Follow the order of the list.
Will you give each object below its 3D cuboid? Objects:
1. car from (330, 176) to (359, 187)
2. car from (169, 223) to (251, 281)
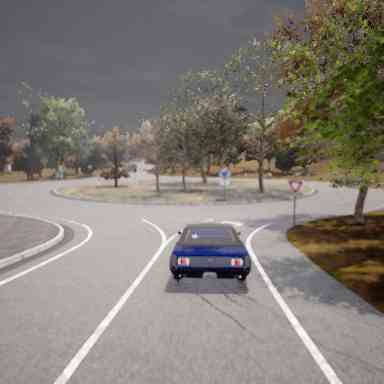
[{"bbox_3d":[20.540,-1.420,44.268,2.033,1.411,5.357,0,5,-5],"label":"car"},{"bbox_3d":[0.504,1.549,9.738,1.895,1.301,4.718,0,2,2],"label":"car"}]
